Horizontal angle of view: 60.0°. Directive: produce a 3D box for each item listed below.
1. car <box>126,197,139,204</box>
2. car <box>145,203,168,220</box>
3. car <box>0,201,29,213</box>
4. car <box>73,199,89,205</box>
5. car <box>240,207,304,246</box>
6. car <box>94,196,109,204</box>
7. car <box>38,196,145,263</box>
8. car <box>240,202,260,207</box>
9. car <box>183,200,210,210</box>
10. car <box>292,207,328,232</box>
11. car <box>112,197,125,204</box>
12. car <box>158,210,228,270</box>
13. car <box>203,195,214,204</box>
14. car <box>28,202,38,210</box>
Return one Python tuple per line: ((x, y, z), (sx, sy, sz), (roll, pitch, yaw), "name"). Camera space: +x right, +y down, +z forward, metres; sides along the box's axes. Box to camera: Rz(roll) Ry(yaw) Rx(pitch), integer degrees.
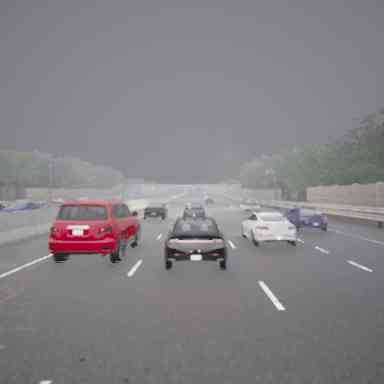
((-13.418, 1.917, 75.232), (1.882, 1.535, 5.008), (0, 0, 1), "car")
((-3.295, 1.727, 31.120), (1.882, 1.535, 5.008), (0, 0, 0), "car")
((-17.464, 1.750, 34.237), (1.882, 1.535, 5.008), (0, -1, 1), "car")
((-23.970, 2.137, 71.900), (1.895, 1.301, 4.718), (0, 0, 1), "car")
((3.528, 1.648, 15.746), (1.812, 1.442, 4.674), (0, 0, 0), "car")
((-20.417, 1.794, 75.372), (2.097, 1.767, 4.553), (0, 0, 1), "car")
((-3.380, 1.317, 12.552), (2.150, 2.045, 5.566), (0, 0, 0), "car")
((7.287, 1.941, 42.094), (1.895, 1.301, 4.718), (0, 0, 0), "car")
((0.194, 1.728, 29.534), (2.128, 1.511, 4.902), (0, 0, 0), "car")
((7.148, 1.695, 21.393), (1.812, 1.442, 4.674), (0, 0, 1), "car")
((-16.896, 1.894, 76.683), (1.882, 1.535, 5.008), (0, 0, 1), "car")
((0.117, 1.578, 11.403), (2.128, 1.511, 4.902), (0, 0, 0), "car")
((4.159, 2.129, 79.925), (1.837, 1.490, 4.892), (0, 0, 1), "car")
((-13.973, 1.816, 33.661), (2.033, 1.411, 5.357), (0, 0, 0), "car")
